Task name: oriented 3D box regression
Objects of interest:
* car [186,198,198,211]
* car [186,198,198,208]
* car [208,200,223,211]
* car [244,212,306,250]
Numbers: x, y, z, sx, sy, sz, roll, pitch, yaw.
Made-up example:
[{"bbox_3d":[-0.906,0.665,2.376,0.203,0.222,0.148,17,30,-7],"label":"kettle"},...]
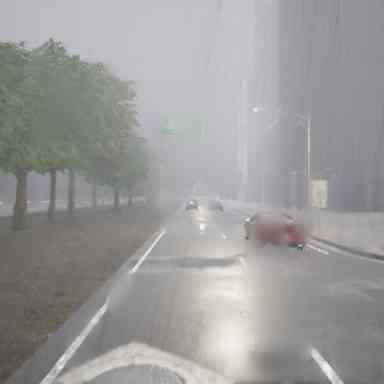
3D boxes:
[{"bbox_3d":[-0.004,2.034,48.974,2.033,1.411,5.357,0,-1,0],"label":"car"},{"bbox_3d":[-0.008,1.931,59.365,2.097,1.767,4.553,0,-1,0],"label":"car"},{"bbox_3d":[3.496,1.978,48.975,2.128,1.511,4.902,0,-1,0],"label":"car"},{"bbox_3d":[3.595,1.641,15.171,1.882,1.535,5.008,0,-1,0],"label":"car"}]
